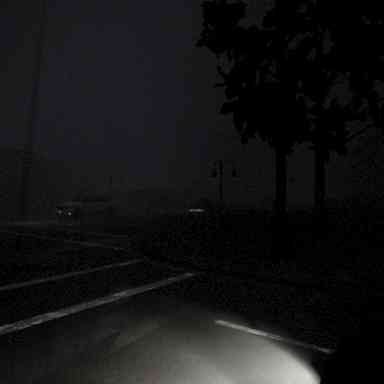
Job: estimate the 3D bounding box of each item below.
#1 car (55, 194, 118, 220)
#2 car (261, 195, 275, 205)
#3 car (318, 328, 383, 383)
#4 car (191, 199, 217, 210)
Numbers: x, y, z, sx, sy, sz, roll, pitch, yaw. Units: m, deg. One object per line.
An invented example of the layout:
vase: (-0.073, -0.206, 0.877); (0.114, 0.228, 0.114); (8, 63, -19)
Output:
car: (-8.862, 1.224, 28.484); (2.150, 2.045, 5.566); (0, 0, 34)
car: (13.853, 1.347, 60.774); (2.097, 1.767, 4.553); (0, 0, 7)
car: (2.887, 1.564, 1.913); (4.181, 1.385, 1.994); (0, 0, 36)
car: (1.619, 1.564, 43.867); (1.994, 1.385, 4.181); (0, 0, 35)
